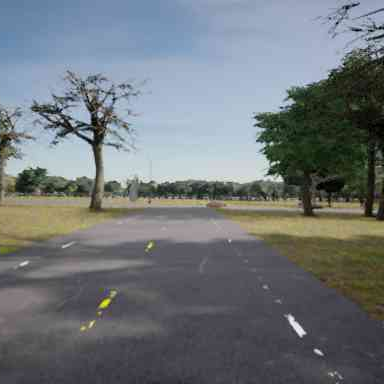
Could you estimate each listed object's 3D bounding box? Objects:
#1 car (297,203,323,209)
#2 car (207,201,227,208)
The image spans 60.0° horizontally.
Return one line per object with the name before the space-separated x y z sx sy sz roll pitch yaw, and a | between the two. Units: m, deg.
car | 26.768 3.168 75.445 5.357 1.411 2.033 2 0 0
car | 5.240 2.534 68.548 4.181 1.385 1.994 3 0 0
